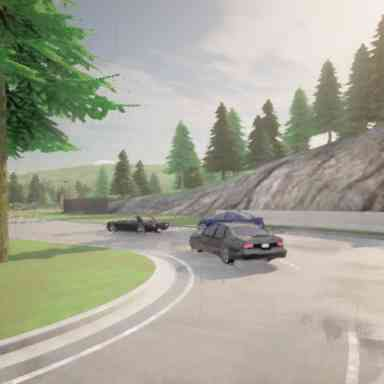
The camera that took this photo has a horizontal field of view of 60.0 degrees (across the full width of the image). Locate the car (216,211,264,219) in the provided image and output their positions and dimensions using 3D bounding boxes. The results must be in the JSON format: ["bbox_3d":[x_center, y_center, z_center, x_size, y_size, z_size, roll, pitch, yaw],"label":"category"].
[{"bbox_3d":[2.583,2.061,22.869,5.008,1.535,1.882,-3,-3,44],"label":"car"}]

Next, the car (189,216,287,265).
[{"bbox_3d":[1.548,1.890,13.279,2.033,1.411,5.357,0,-2,-20],"label":"car"}]

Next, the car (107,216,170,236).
[{"bbox_3d":[-3.963,2.342,23.801,4.718,1.301,1.895,-2,-2,36],"label":"car"}]
